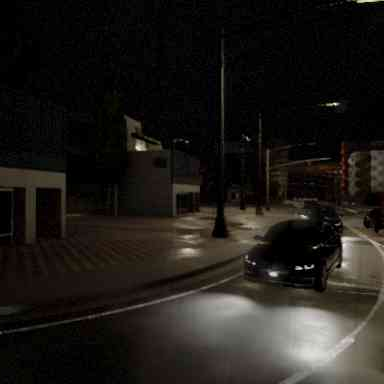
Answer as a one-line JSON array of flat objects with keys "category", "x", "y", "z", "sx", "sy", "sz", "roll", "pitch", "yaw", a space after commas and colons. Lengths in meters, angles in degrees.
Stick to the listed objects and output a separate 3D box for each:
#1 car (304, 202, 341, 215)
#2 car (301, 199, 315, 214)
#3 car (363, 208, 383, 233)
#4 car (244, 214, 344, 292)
[{"category": "car", "x": 8.138, "y": 1.689, "z": 20.662, "sx": 1.837, "sy": 1.490, "sz": 4.892, "roll": 0, "pitch": 1, "yaw": 18}, {"category": "car", "x": 14.001, "y": 1.864, "z": 39.128, "sx": 1.837, "sy": 1.490, "sz": 4.892, "roll": 0, "pitch": -1, "yaw": 17}, {"category": "car", "x": 12.153, "y": 1.733, "z": 20.948, "sx": 1.812, "sy": 1.442, "sz": 4.674, "roll": 0, "pitch": 0, "yaw": 17}, {"category": "car", "x": 3.044, "y": 1.589, "z": 9.446, "sx": 1.837, "sy": 1.490, "sz": 4.892, "roll": 0, "pitch": 0, "yaw": 31}]
